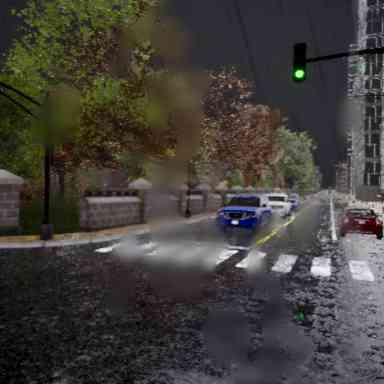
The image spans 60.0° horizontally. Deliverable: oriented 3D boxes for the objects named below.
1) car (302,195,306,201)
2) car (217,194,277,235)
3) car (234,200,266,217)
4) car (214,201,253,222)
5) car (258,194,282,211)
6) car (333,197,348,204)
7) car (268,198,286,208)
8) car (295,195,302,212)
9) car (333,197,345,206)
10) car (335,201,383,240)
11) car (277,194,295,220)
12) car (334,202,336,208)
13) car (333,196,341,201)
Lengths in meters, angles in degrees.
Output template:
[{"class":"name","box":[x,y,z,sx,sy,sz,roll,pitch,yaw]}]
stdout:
[{"class":"car","box":[25.239,1.552,78.731,1.802,1.307,4.206,1,1,23]},{"class":"car","box":[3.221,1.175,19.170,2.150,2.045,5.566,1,0,23]},{"class":"car","box":[5.559,1.481,31.520,2.008,1.369,4.403,1,0,23]},{"class":"car","box":[3.372,1.465,26.275,1.887,1.381,4.507,1,0,23]},{"class":"car","box":[9.937,1.265,42.010,2.192,1.841,5.009,1,0,23]},{"class":"car","box":[19.851,1.670,44.028,1.947,1.339,4.313,1,0,23]},{"class":"car","box":[12.117,1.540,47.256,1.802,1.307,4.206,1,0,23]},{"class":"car","box":[11.235,1.469,38.380,1.882,1.535,5.008,1,0,23]},{"class":"car","box":[26.477,1.642,59.919,1.752,1.417,4.829,1,1,23]},{"class":"car","box":[8.925,1.495,17.809,1.967,1.590,4.097,1,0,23]},{"class":"car","box":[7.235,1.194,28.794,2.150,2.045,5.566,1,0,23]},{"class":"car","box":[11.107,1.632,23.053,1.947,1.339,4.313,1,0,23]},{"class":"car","box":[37.341,1.692,85.982,1.802,1.307,4.206,1,1,23]}]
